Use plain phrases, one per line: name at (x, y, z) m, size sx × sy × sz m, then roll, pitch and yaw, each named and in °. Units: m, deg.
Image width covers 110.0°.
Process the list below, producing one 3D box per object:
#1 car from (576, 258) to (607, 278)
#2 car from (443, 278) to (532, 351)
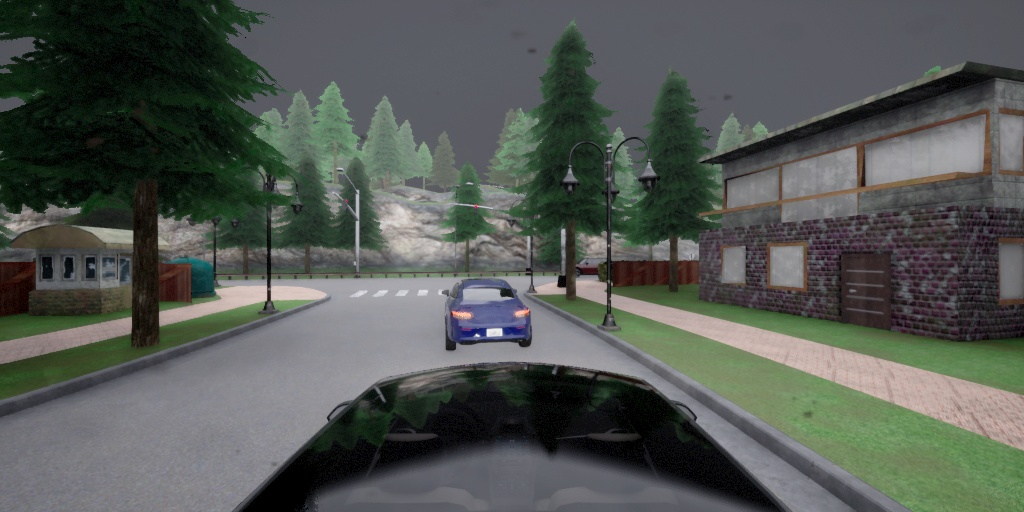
car at (6.607, 0.945, 31.500) m, size 4.553 × 1.767 × 2.097 m, roll 0°, pitch 0°, yaw -12°
car at (-0.755, 1.276, 9.016) m, size 1.812 × 1.442 × 4.674 m, roll 0°, pitch 0°, yaw -11°
